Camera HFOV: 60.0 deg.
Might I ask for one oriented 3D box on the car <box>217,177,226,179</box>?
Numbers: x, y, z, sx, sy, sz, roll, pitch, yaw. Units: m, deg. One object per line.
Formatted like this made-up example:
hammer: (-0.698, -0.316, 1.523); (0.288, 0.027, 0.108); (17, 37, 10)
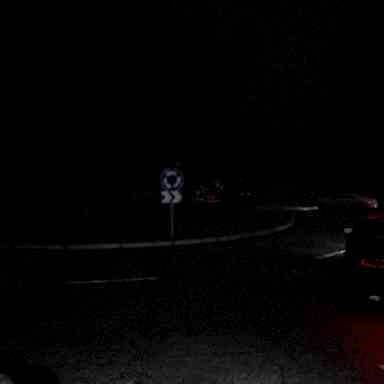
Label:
car: (7.301, -2.420, 88.243); (1.837, 1.490, 4.892); (0, 3, 12)

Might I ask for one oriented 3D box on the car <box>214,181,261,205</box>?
car: (4.689, 0.214, 35.246); (2.150, 2.045, 5.566); (-2, 2, -19)

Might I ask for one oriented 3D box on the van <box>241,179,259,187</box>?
van: (14.540, -2.281, 83.946); (4.442, 1.987, 1.878); (0, 3, 11)

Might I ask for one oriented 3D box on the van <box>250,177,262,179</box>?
van: (12.553, -1.670, 73.346); (4.442, 1.987, 1.878); (0, 3, 9)

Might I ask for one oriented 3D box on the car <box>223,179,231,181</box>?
car: (8.590, -1.693, 78.311); (1.837, 1.490, 4.892); (0, 3, 10)

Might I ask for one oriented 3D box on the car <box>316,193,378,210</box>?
car: (12.226, 0.804, 26.525); (1.812, 1.442, 4.674); (-1, 2, -38)

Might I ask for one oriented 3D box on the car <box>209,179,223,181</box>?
car: (5.521, -1.687, 78.142); (1.882, 1.535, 5.008); (0, 3, 10)

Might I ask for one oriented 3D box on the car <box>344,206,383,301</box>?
car: (4.753, 1.363, 7.851); (1.882, 1.535, 5.008); (0, 2, 24)

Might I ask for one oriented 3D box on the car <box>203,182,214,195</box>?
car: (3.054, -0.374, 54.315); (1.837, 1.490, 4.892); (0, 3, 2)

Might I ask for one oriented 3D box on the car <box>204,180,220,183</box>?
car: (3.962, -1.087, 67.291); (1.882, 1.535, 5.008); (0, 3, 9)

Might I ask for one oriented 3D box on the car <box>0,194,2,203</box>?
car: (-19.745, 0.659, 29.875); (2.128, 1.511, 4.902); (1, 2, 28)

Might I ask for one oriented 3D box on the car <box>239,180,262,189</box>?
car: (11.826, -1.141, 67.902); (4.892, 1.521, 2.231); (0, 3, 9)
